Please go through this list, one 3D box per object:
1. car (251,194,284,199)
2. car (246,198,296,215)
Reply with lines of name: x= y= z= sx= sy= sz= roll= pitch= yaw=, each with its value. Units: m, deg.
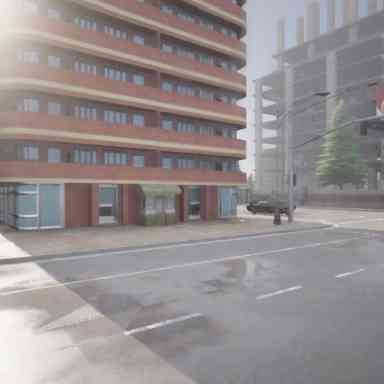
car: x=8.819 y=1.222 z=37.042 sx=2.150 sy=2.045 sz=5.566 roll=0 pitch=0 yaw=-36
car: x=7.662 y=1.601 z=32.699 sx=1.895 sy=1.301 sz=4.718 roll=0 pitch=0 yaw=-36
